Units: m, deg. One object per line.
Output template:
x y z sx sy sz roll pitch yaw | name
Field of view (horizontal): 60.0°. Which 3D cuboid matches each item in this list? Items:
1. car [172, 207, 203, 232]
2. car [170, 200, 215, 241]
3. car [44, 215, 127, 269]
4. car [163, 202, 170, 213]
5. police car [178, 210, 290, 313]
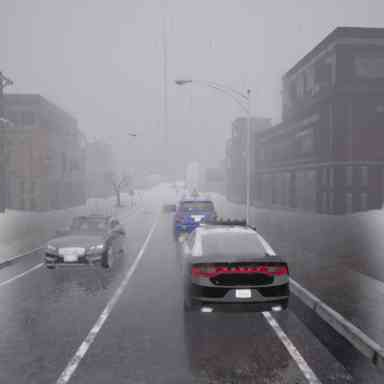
-0.410 1.852 23.934 1.882 1.535 5.008 0 -2 -5 | car
0.065 1.434 17.965 2.150 2.045 5.566 0 -1 -4 | car
-3.445 1.586 11.522 2.128 1.511 4.902 0 -1 -3 | car
-3.101 2.128 46.720 1.882 1.535 5.008 0 0 -4 | car
0.716 1.464 7.960 1.930 1.638 5.238 0 -1 -3 | police car
